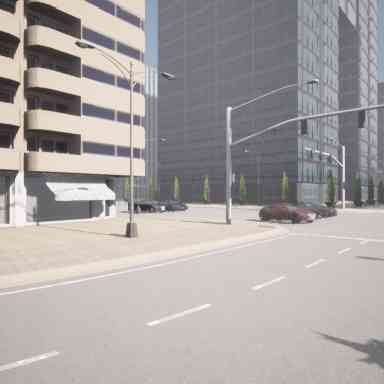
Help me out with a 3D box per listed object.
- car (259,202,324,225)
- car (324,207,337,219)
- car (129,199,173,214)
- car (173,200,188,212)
[{"bbox_3d":[7.000,1.557,24.715,1.812,1.442,4.674,0,-1,-34],"label":"car"},{"bbox_3d":[10.377,1.596,29.061,4.181,1.385,1.994,-1,-1,29],"label":"car"},{"bbox_3d":[-4.864,1.547,36.273,4.902,1.511,2.128,0,0,41],"label":"car"},{"bbox_3d":[-2.460,1.619,38.822,4.181,1.385,1.994,0,0,41],"label":"car"}]
